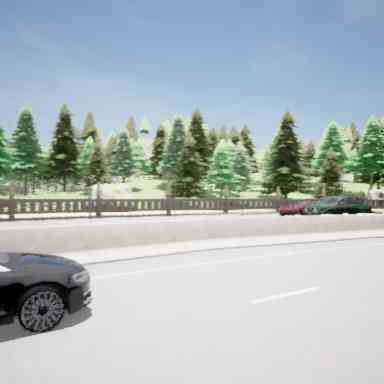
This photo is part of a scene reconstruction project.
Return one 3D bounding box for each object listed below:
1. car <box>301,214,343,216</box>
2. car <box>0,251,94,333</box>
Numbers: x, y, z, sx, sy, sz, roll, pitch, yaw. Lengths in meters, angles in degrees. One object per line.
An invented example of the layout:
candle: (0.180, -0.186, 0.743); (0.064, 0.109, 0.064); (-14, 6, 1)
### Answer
car: (11.238, 1.304, 25.586); (5.566, 2.045, 2.150); (1, 0, -22)
car: (-4.032, 1.431, 5.041); (4.902, 1.511, 2.128); (1, 0, -36)
